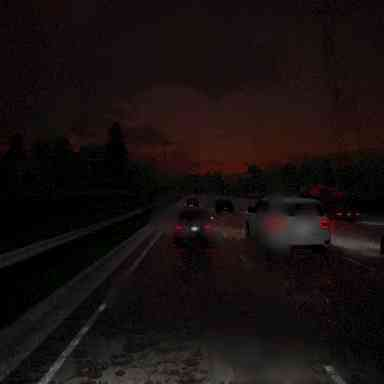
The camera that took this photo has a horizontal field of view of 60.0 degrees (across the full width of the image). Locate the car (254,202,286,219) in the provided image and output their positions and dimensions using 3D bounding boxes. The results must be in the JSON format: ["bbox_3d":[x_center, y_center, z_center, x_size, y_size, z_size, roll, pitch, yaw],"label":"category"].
[{"bbox_3d":[7.092,1.614,30.655,1.895,1.301,4.718,0,0,0],"label":"car"}]

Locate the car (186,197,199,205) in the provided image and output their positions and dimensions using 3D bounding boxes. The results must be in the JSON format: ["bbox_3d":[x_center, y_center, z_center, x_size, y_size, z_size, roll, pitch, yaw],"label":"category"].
[{"bbox_3d":[0.083,1.589,55.775,1.994,1.385,4.181,0,0,0],"label":"car"}]

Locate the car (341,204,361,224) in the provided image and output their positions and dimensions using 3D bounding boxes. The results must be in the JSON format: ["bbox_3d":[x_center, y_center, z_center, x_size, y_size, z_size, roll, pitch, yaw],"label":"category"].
[{"bbox_3d":[10.592,1.558,24.944,2.033,1.411,5.357,0,0,0],"label":"car"}]

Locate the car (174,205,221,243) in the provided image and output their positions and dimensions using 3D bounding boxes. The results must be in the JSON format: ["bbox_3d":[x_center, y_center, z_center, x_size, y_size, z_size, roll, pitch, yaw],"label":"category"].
[{"bbox_3d":[0.095,1.555,16.056,2.033,1.411,5.357,0,0,0],"label":"car"}]

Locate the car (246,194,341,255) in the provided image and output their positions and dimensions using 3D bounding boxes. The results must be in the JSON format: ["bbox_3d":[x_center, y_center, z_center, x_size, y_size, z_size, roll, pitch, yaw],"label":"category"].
[{"bbox_3d":[3.595,1.228,13.385,2.150,2.045,5.566,0,0,0],"label":"car"}]

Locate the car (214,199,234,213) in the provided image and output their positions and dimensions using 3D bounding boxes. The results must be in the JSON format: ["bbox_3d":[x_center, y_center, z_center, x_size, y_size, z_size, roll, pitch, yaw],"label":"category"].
[{"bbox_3d":[3.589,1.509,37.892,2.128,1.511,4.902,0,0,0],"label":"car"}]

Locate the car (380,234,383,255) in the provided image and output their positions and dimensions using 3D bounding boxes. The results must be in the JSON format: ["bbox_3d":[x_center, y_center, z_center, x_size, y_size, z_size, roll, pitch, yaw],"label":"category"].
[{"bbox_3d":[7.096,1.496,8.975,2.128,1.511,4.902,0,0,0],"label":"car"}]

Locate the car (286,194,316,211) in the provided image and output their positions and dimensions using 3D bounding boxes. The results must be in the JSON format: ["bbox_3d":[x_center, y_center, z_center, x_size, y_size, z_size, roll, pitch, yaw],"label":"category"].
[{"bbox_3d":[14.089,1.242,43.466,2.150,2.045,5.566,0,0,0],"label":"car"}]
